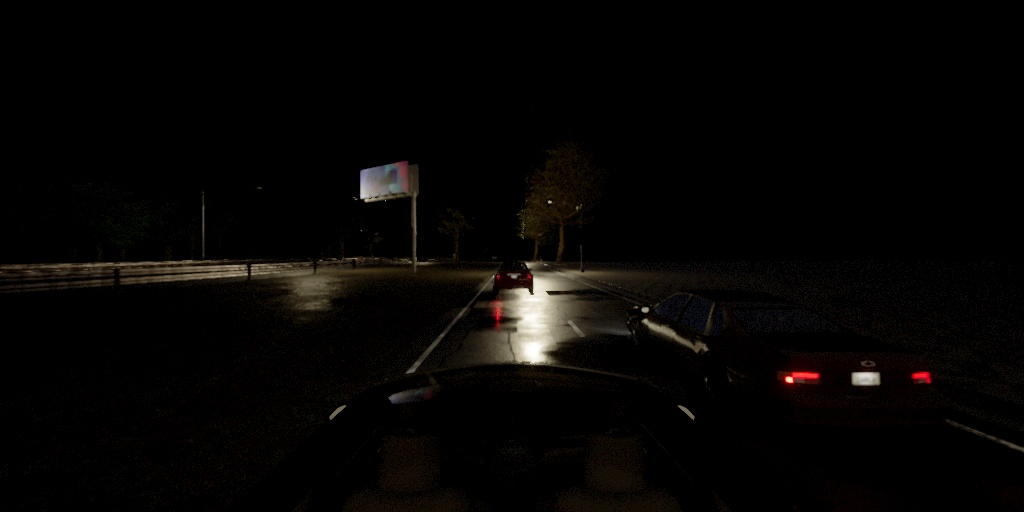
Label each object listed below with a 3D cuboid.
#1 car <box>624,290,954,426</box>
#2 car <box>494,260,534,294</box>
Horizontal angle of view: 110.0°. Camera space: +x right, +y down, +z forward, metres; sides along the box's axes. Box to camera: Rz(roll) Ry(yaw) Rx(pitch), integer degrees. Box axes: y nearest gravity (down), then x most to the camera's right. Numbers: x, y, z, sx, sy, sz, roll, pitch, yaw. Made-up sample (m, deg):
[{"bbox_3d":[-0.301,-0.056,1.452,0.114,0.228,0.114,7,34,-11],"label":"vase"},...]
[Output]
[{"bbox_3d":[3.602,1.293,6.164,2.033,1.411,5.357,0,0,0],"label":"car"},{"bbox_3d":[0.102,1.083,20.369,2.097,1.767,4.553,0,0,0],"label":"car"}]
